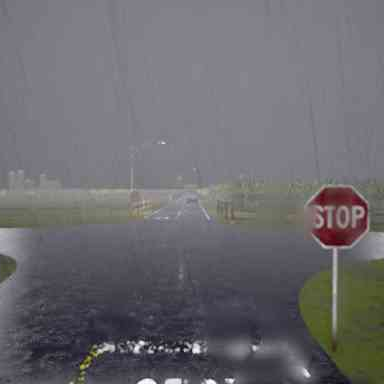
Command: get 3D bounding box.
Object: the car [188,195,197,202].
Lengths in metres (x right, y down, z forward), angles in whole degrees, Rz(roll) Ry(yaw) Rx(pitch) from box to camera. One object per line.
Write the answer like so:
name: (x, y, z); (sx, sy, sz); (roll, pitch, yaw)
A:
car: (0.125, 1.360, 73.664); (1.994, 1.385, 4.181); (0, 0, 0)

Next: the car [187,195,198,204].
car: (0.108, 1.337, 63.596); (2.097, 1.767, 4.553); (0, 0, 0)
